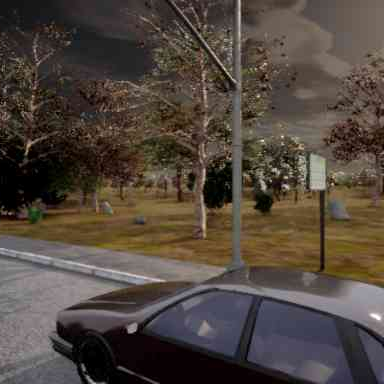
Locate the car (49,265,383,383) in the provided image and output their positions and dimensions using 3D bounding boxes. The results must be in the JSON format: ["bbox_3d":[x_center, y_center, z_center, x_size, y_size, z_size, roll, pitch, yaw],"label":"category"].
[{"bbox_3d":[0.773,1.549,3.445,5.357,1.411,2.033,0,0,36],"label":"car"}]
